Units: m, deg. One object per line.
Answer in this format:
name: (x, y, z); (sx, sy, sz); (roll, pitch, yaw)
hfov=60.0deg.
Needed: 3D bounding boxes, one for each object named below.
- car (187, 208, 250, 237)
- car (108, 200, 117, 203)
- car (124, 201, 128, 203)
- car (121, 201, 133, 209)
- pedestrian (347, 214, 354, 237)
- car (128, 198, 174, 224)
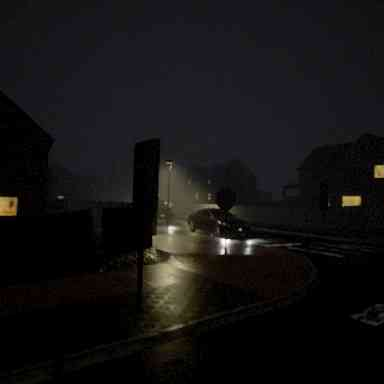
car: (1.347, 1.650, 18.753); (1.812, 1.442, 4.674); (3, -2, -28)
car: (-12.373, 2.034, 51.562); (2.097, 1.767, 4.553); (2, -1, -16)
car: (-9.858, 2.346, 53.360); (2.033, 1.411, 5.357); (2, -1, -16)
car: (-12.385, 2.503, 63.619); (2.033, 1.411, 5.357); (2, -1, -13)
pedestrian: (8.514, 1.438, 17.858); (0.375, 1.860, 0.375); (2, -1, -31)
car: (-3.366, 1.519, 27.912); (2.150, 2.045, 5.566); (3, -2, -25)
